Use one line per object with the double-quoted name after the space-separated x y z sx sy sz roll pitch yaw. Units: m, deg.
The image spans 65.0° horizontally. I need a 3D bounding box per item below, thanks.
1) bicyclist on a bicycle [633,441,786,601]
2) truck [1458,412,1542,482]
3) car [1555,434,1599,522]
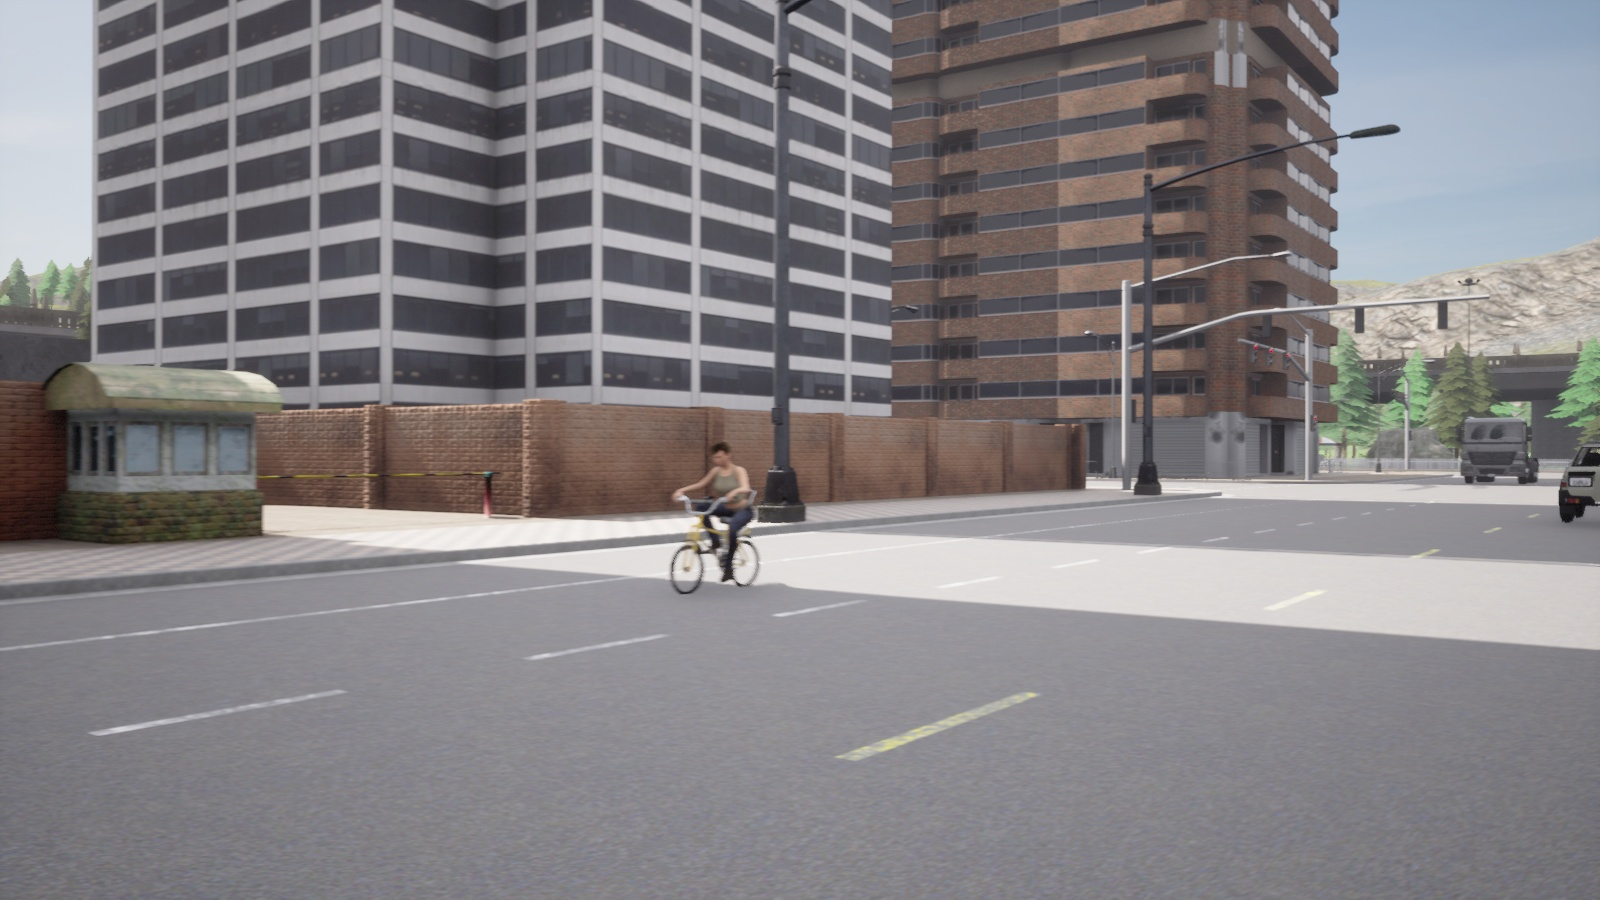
-0.952 0.716 13.474 0.866 1.612 1.509 0 0 36 "bicyclist on a bicycle"
36.741 -0.152 65.772 2.891 3.462 7.936 0 0 36 "truck"
18.341 0.593 28.276 1.932 1.855 4.605 0 0 36 "car"
